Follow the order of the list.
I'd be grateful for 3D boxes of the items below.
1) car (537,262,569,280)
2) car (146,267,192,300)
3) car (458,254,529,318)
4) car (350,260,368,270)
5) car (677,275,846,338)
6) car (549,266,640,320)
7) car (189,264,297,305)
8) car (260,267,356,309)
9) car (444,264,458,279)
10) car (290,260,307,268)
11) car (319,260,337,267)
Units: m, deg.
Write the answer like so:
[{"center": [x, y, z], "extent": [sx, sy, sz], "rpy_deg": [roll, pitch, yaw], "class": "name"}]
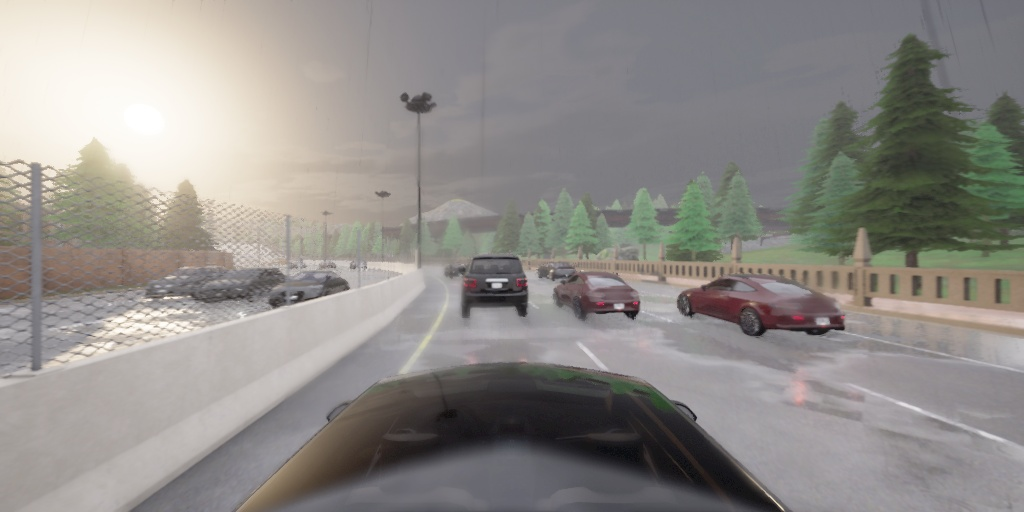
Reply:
[{"center": [3.406, 1.205, 28.326], "extent": [2.128, 1.511, 4.902], "rpy_deg": [0, 0, -15], "class": "car"}, {"center": [-15.962, 1.288, 18.238], "extent": [2.128, 1.511, 4.902], "rpy_deg": [0, 0, -12], "class": "car"}, {"center": [-0.763, 0.964, 13.268], "extent": [2.150, 2.045, 5.566], "rpy_deg": [0, 0, -7], "class": "car"}, {"center": [-22.595, 1.284, 52.793], "extent": [2.128, 1.511, 4.902], "rpy_deg": [0, 0, -33], "class": "car"}, {"center": [6.539, 1.243, 10.027], "extent": [1.812, 1.442, 4.674], "rpy_deg": [0, 0, -4], "class": "car"}, {"center": [2.781, 1.256, 12.440], "extent": [1.812, 1.442, 4.674], "rpy_deg": [0, 0, -6], "class": "car"}, {"center": [-12.086, 1.288, 16.611], "extent": [1.837, 1.490, 4.892], "rpy_deg": [0, 0, -11], "class": "car"}, {"center": [-8.327, 1.334, 15.123], "extent": [1.994, 1.385, 4.181], "rpy_deg": [0, 0, -9], "class": "car"}, {"center": [-4.976, 1.343, 32.307], "extent": [1.895, 1.301, 4.718], "rpy_deg": [0, 0, -18], "class": "car"}, {"center": [-33.449, 1.325, 56.053], "extent": [2.128, 1.511, 4.902], "rpy_deg": [0, 0, -37], "class": "car"}, {"center": [-28.147, 1.375, 54.793], "extent": [1.994, 1.385, 4.181], "rpy_deg": [0, 0, -35], "class": "car"}]
